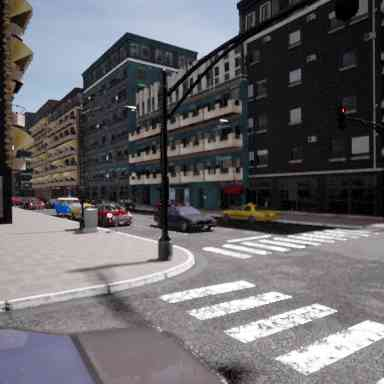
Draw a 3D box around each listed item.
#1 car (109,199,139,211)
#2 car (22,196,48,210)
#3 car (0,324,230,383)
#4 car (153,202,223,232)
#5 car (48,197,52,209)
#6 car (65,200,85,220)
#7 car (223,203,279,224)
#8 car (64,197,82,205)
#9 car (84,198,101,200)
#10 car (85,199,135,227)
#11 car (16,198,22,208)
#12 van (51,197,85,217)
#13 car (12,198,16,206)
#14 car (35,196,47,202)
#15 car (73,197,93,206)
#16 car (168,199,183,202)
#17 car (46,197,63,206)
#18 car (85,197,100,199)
[{"bbox_3d":[-8.709,1.576,42.301,2.008,1.369,4.403,-1,1,-36],"label":"car"},{"bbox_3d":[-21.965,1.625,46.429,1.967,1.590,4.097,-1,1,-36],"label":"car"},{"bbox_3d":[-2.153,1.547,1.393,5.357,1.411,2.033,0,0,-30],"label":"car"},{"bbox_3d":[-0.614,1.602,21.081,2.033,1.411,5.357,-1,1,-32],"label":"car"},{"bbox_3d":[-20.497,1.694,49.002,2.033,1.411,5.357,-1,0,-36],"label":"car"},{"bbox_3d":[-8.987,1.649,28.286,1.752,1.417,4.829,-1,1,-36],"label":"car"},{"bbox_3d":[4.070,1.492,24.434,1.752,1.417,4.829,-1,1,-36],"label":"car"},{"bbox_3d":[-21.587,1.640,60.307,2.008,1.369,4.403,-1,1,-36],"label":"car"},{"bbox_3d":[-8.546,1.597,32.127,1.837,1.490,4.892,-1,0,-36],"label":"car"},{"bbox_3d":[-5.867,1.550,23.923,1.967,1.590,4.097,-1,1,-36],"label":"car"},{"bbox_3d":[-25.183,1.767,50.931,1.947,1.339,4.313,-1,1,-36],"label":"car"},{"bbox_3d":[-12.308,1.480,32.924,1.690,1.788,3.998,-1,1,-36],"label":"van"},{"bbox_3d":[-31.622,1.780,59.934,1.887,1.381,4.507,-1,1,-36],"label":"car"},{"bbox_3d":[-37.685,1.723,82.814,1.887,1.381,4.507,-1,1,-36],"label":"car"},{"bbox_3d":[-18.368,1.638,55.805,1.947,1.339,4.313,-1,1,-36],"label":"car"},{"bbox_3d":[-2.271,1.435,33.298,1.967,1.590,4.097,-1,1,-36],"label":"car"},{"bbox_3d":[-25.392,1.643,61.174,1.837,1.490,4.892,-1,0,-36],"label":"car"},{"bbox_3d":[-15.150,1.496,51.303,1.967,1.590,4.097,-1,1,-36],"label":"car"}]
